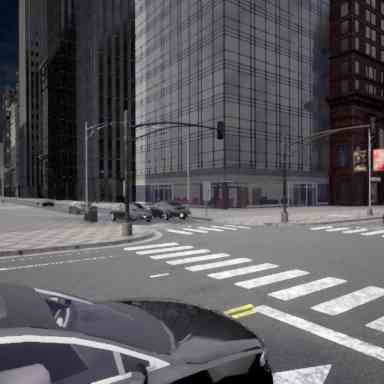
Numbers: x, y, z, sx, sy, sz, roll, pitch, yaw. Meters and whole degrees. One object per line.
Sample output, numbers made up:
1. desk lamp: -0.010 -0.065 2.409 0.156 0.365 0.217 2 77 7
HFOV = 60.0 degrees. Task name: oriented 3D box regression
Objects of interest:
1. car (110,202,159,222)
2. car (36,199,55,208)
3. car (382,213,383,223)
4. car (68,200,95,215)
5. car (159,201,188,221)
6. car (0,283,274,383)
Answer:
1. car: -4.789 1.553 25.796 1.837 1.490 4.892 0 0 -35
2. car: -22.302 1.721 50.610 1.895 1.301 4.718 0 0 -35
3. car: 14.785 1.356 22.382 4.553 1.767 2.097 0 0 -36
4. car: -11.900 1.601 35.839 1.812 1.442 4.674 0 0 -35
5. car: -2.194 1.535 27.634 1.837 1.490 4.892 0 0 -35
6. car: -1.464 1.491 2.395 4.902 1.511 2.128 0 0 -36
